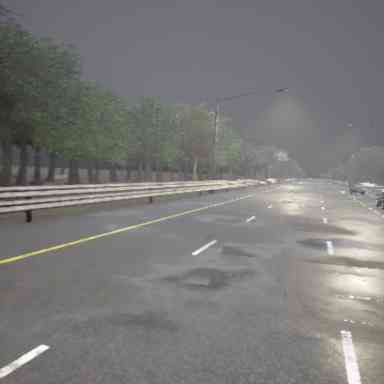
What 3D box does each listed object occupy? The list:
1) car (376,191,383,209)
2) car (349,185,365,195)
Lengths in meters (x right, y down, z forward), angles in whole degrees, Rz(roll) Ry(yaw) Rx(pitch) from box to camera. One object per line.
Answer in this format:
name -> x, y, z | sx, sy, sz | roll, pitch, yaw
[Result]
car -> 16.173, 0.611, 26.783 | 1.837, 1.490, 4.892 | 4, 4, 20
car -> 25.777, -0.401, 51.897 | 1.994, 1.385, 4.181 | 4, 4, 23
